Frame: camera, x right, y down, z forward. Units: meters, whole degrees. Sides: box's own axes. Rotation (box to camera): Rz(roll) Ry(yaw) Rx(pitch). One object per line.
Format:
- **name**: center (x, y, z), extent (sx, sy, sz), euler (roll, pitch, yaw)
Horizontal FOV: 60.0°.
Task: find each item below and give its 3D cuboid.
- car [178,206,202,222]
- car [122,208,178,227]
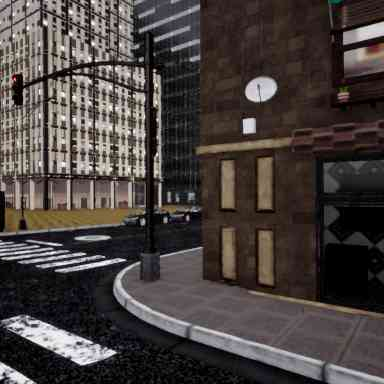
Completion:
- **car**: center (-0.272, 1.975, 30.474), extent (2.008, 1.369, 4.403), euler (-2, -2, 35)
- **car**: center (-3.481, 1.893, 25.922), extent (2.008, 1.369, 4.403), euler (-2, -2, 35)
